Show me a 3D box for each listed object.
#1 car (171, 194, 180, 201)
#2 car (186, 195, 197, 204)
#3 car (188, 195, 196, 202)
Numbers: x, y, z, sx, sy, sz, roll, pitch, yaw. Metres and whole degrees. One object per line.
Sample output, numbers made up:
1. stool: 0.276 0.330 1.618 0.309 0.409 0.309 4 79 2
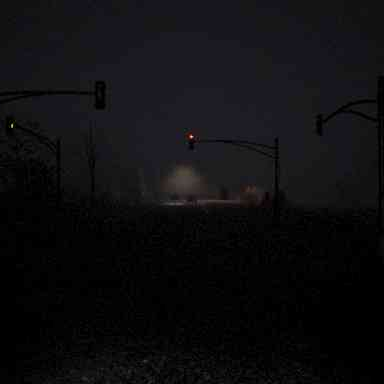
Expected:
1. car: -3.564 1.195 72.251 1.837 1.490 4.892 0 0 0
2. car: -0.060 1.424 68.049 2.097 1.767 4.553 0 0 0
3. car: -0.069 1.425 78.085 1.837 1.490 4.892 0 0 0
